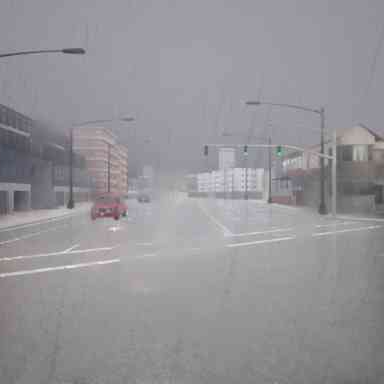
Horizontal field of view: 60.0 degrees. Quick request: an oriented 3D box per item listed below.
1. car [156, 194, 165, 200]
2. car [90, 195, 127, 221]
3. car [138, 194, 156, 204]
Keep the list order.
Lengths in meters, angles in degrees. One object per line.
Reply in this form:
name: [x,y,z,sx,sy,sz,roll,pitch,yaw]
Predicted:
car: [-8.239,1.226,79.956,2.128,1.511,4.902,0,-1,-1]
car: [-6.999,1.319,28.422,2.150,2.045,5.566,0,1,-1]
car: [-7.616,1.123,54.133,2.128,1.511,4.902,0,1,-1]
